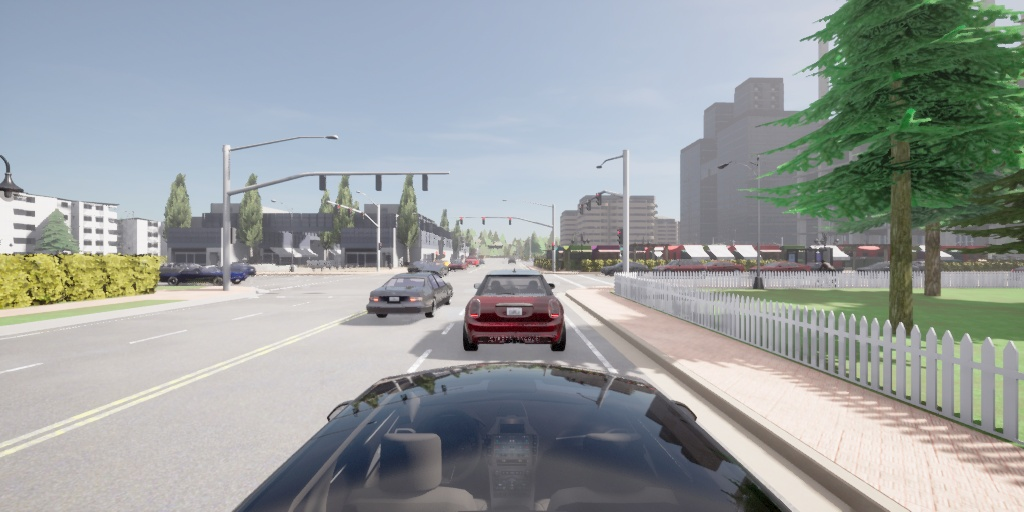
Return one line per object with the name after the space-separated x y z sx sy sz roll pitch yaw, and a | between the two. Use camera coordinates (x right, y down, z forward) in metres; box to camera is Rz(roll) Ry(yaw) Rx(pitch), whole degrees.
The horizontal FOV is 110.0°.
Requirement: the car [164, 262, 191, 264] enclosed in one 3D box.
-25.390 1.242 27.774 4.902 1.511 2.128 0 0 -2 | car

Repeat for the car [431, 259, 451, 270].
-10.597 1.228 53.885 1.882 1.535 5.008 0 0 0 | car

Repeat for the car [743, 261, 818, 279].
24.292 1.228 32.606 5.008 1.535 1.882 0 0 -1 | car

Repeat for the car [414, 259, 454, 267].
-7.103 1.298 33.269 2.033 1.411 5.357 0 0 0 | car

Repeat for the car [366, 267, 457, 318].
-3.418 1.297 12.963 2.033 1.411 5.357 0 0 0 | car

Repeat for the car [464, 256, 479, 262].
-7.076 0.971 63.135 2.150 2.045 5.566 0 0 0 | car

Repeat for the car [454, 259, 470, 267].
-7.101 1.351 47.671 1.895 1.301 4.718 0 0 0 | car

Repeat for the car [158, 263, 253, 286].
-20.881 1.351 24.378 4.718 1.301 1.895 0 0 -1 | car

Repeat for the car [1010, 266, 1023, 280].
43.879 1.314 29.433 4.181 1.385 1.994 0 0 -3 | car

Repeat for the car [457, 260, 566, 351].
0.064 1.102 9.128 2.097 1.767 4.553 0 0 0 | car

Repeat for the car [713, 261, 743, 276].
20.555 1.228 36.017 5.008 1.535 1.882 0 0 -1 | car

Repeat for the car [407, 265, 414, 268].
-10.602 1.297 41.528 2.033 1.411 5.357 0 0 0 | car

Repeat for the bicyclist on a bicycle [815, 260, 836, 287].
18.791 1.052 21.483 0.582 1.620 1.656 0 0 -1 | bicyclist on a bicycle

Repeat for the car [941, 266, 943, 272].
40.679 1.241 36.486 4.902 1.511 2.128 0 0 -1 | car

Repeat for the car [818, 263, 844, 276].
30.454 1.351 36.261 4.718 1.301 1.895 0 0 -1 | car

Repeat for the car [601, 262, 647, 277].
11.231 1.276 35.763 4.674 1.442 1.812 0 0 -1 | car

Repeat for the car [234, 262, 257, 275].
-27.308 1.314 34.778 4.181 1.385 1.994 0 0 -2 | car

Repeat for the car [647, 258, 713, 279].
15.079 1.102 32.376 4.553 1.767 2.097 0 0 -1 | car

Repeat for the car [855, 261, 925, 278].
34.354 1.255 32.849 4.892 1.490 1.837 0 0 -1 | car
